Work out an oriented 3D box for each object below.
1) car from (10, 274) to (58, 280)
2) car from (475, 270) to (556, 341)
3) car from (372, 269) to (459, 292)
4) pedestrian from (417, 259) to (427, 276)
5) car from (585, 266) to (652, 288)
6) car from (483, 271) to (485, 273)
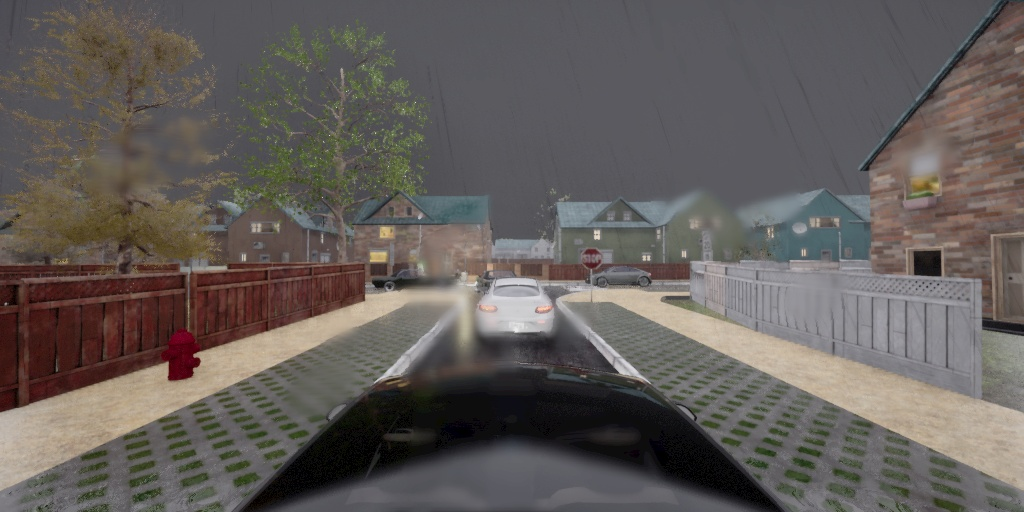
[{"bbox_3d":[-27.904,1.658,21.217,4.718,1.301,1.895,-1,-1,1],"label":"car"},{"bbox_3d":[0.100,1.279,9.721,1.812,1.442,4.674,0,0,0],"label":"car"},{"bbox_3d":[-5.489,1.416,20.923,4.718,1.301,1.895,-1,-1,1],"label":"car"},{"bbox_3d":[-6.709,1.118,26.808,0.375,1.860,0.375,0,-1,1],"label":"pedestrian"},{"bbox_3d":[6.982,1.340,23.714,4.181,1.385,1.994,0,-1,0],"label":"car"},{"bbox_3d":[-0.762,1.366,18.540,1.895,1.301,4.718,0,-1,-12],"label":"car"}]
